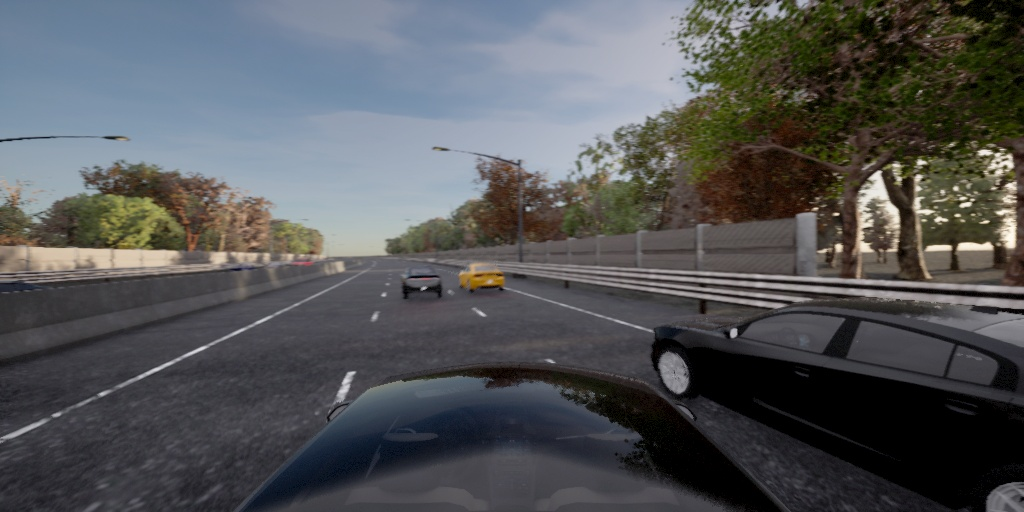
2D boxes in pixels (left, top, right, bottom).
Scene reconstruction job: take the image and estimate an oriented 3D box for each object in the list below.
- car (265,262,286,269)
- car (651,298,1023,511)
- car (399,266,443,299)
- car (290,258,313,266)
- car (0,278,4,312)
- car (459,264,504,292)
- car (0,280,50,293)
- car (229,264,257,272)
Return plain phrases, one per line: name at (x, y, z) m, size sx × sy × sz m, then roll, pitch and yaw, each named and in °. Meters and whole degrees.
car at (-34.266, 1.656, 52.109) m, size 1.812 × 1.442 × 4.674 m, roll -1°, pitch 0°, yaw -18°
car at (3.569, 1.170, 3.665) m, size 1.882 × 1.535 × 5.008 m, roll -1°, pitch 0°, yaw -17°
car at (-4.789, 1.287, 18.807) m, size 2.128 × 1.511 × 4.902 m, roll -1°, pitch 0°, yaw -17°
car at (-30.742, 1.296, 52.578) m, size 2.150 × 2.045 × 5.566 m, roll -1°, pitch 0°, yaw -18°
car at (-21.375, 1.634, 12.562) m, size 1.994 × 1.385 × 4.181 m, roll -1°, pitch 0°, yaw -17°
car at (-1.914, 1.221, 21.325) m, size 1.882 × 1.535 × 5.008 m, roll -1°, pitch 0°, yaw -17°
car at (-17.403, 1.538, 11.592) m, size 1.812 × 1.442 × 4.674 m, roll -1°, pitch 0°, yaw -17°
car at (-37.113, 1.782, 49.593) m, size 1.895 × 1.301 × 4.718 m, roll -1°, pitch 0°, yaw -18°
